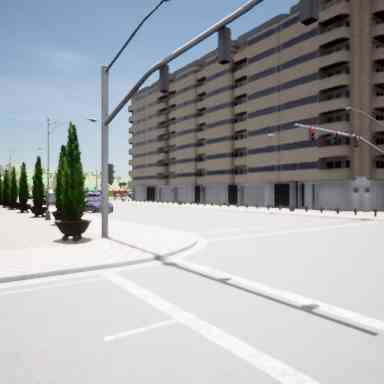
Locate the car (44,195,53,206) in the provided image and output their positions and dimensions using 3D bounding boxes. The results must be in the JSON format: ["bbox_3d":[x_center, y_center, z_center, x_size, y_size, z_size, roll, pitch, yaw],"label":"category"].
[{"bbox_3d":[-22.446,1.512,53.233,1.994,1.385,4.181,0,0,-35],"label":"car"}]

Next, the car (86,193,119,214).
[{"bbox_3d":[-9.917,1.298,35.295,2.097,1.767,4.553,0,0,-35],"label":"car"}]
